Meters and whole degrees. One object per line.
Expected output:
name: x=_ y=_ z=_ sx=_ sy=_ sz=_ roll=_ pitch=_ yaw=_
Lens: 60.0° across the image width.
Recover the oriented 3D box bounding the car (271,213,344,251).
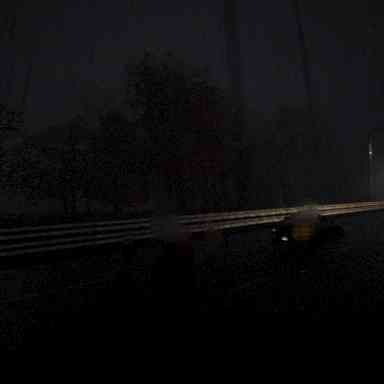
car: x=5.308 y=1.695 z=15.113 sx=1.812 sy=1.442 sz=4.674 roll=-2 pitch=-1 yaw=43
